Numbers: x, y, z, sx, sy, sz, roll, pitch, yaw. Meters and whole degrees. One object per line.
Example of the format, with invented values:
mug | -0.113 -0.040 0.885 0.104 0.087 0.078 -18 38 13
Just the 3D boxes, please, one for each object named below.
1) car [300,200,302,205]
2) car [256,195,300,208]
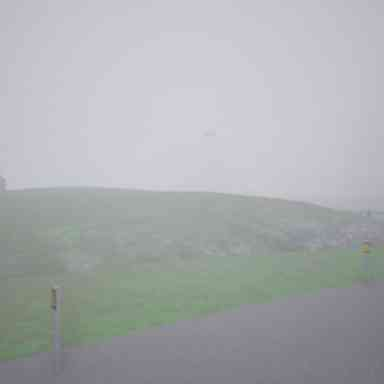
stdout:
car | 11.696 1.152 42.915 4.674 1.442 1.812 0 1 32
car | 9.999 1.190 39.846 4.674 1.442 1.812 0 1 32
